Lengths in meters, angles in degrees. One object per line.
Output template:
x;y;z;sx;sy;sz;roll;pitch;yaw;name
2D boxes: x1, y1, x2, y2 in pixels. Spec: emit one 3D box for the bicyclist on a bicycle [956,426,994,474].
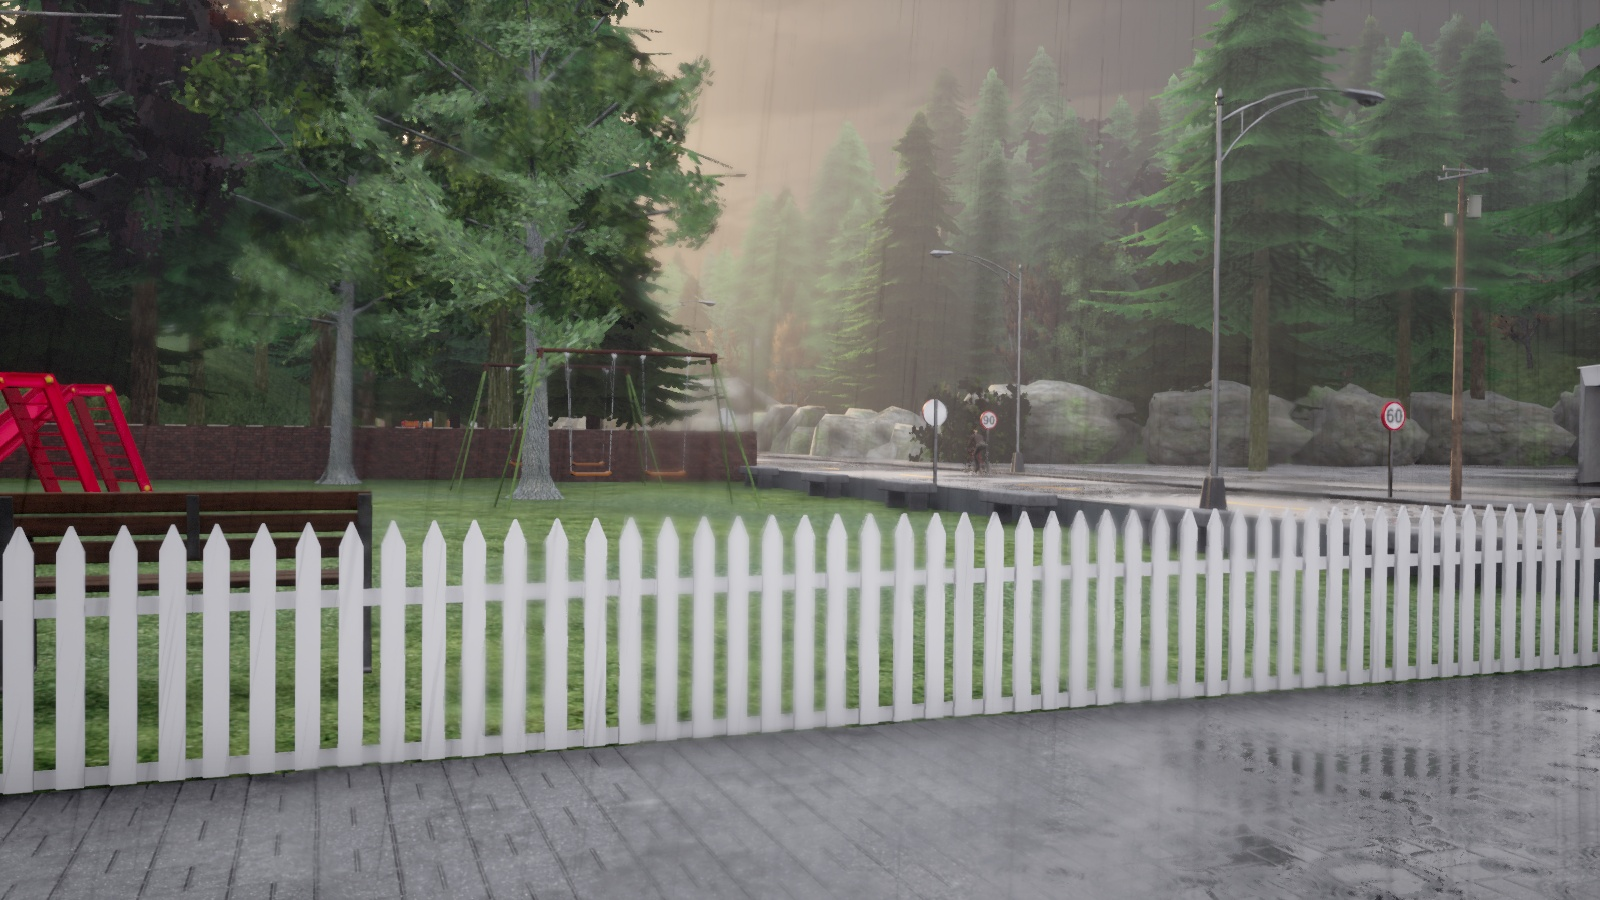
6.027;-0.019;43.328;0.582;1.620;1.656;-1;1;-21;bicyclist on a bicycle
